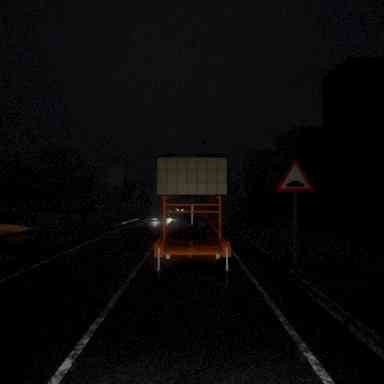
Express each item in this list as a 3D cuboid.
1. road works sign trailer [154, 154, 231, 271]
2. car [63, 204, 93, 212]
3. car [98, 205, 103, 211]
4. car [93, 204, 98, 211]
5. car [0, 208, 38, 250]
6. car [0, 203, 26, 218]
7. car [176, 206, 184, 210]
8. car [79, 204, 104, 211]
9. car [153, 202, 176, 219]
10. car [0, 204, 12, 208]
[{"bbox_3d":[0.005,0.533,11.097,2.380,3.560,2.880,0,-1,-1],"label":"road works sign trailer"},{"bbox_3d":[-21.926,3.103,62.857,4.674,1.452,2.002,0,-2,0],"label":"car"},{"bbox_3d":[-21.919,3.280,69.404,5.008,1.535,2.097,0,-2,0],"label":"car"},{"bbox_3d":[-21.915,3.173,66.133,4.892,1.521,2.231,0,-2,0],"label":"car"},{"bbox_3d":[-9.394,1.586,14.012,5.366,1.575,1.946,0,-1,0],"label":"car"},{"bbox_3d":[-22.018,2.127,38.541,4.553,1.767,2.185,0,-2,0],"label":"car"},{"bbox_3d":[-3.174,4.109,91.081,1.994,1.385,4.181,0,-2,0],"label":"car"},{"bbox_3d":[-21.903,3.425,72.550,4.674,1.452,2.002,0,-2,0],"label":"car"},{"bbox_3d":[-3.361,2.175,38.956,2.097,1.767,4.553,0,-2,0],"label":"car"},{"bbox_3d":[-21.953,2.189,35.367,4.674,1.452,2.002,0,-2,0],"label":"car"}]
